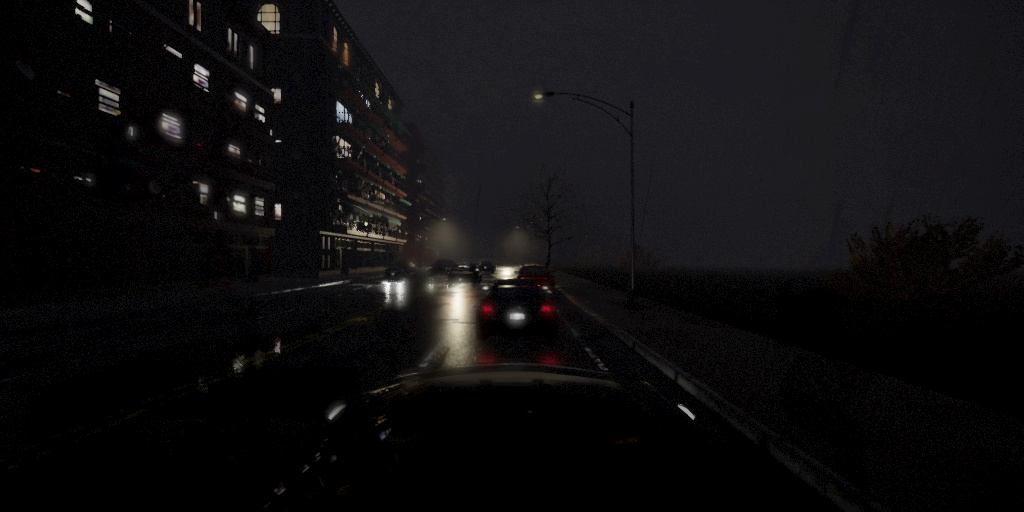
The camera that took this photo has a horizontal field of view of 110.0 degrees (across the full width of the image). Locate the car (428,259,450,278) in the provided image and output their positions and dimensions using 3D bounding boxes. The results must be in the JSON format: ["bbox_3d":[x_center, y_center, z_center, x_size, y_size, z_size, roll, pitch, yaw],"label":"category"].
[{"bbox_3d":[-6.555,1.096,34.055,2.097,1.767,4.553,0,0,0],"label":"car"}]

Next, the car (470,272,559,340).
[{"bbox_3d":[0.113,1.313,9.956,1.994,1.385,4.181,0,0,0],"label":"car"}]

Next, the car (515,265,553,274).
[{"bbox_3d":[1.161,1.226,18.876,1.882,1.535,5.008,0,0,0],"label":"car"}]

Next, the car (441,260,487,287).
[{"bbox_3d":[-3.119,1.237,24.250,2.128,1.511,4.902,0,0,0],"label":"car"}]

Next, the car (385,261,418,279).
[{"bbox_3d":[-9.808,1.236,32.029,2.128,1.511,4.902,0,0,0],"label":"car"}]

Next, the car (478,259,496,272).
[{"bbox_3d":[-3.090,1.305,43.717,1.994,1.385,4.181,0,0,0],"label":"car"}]
